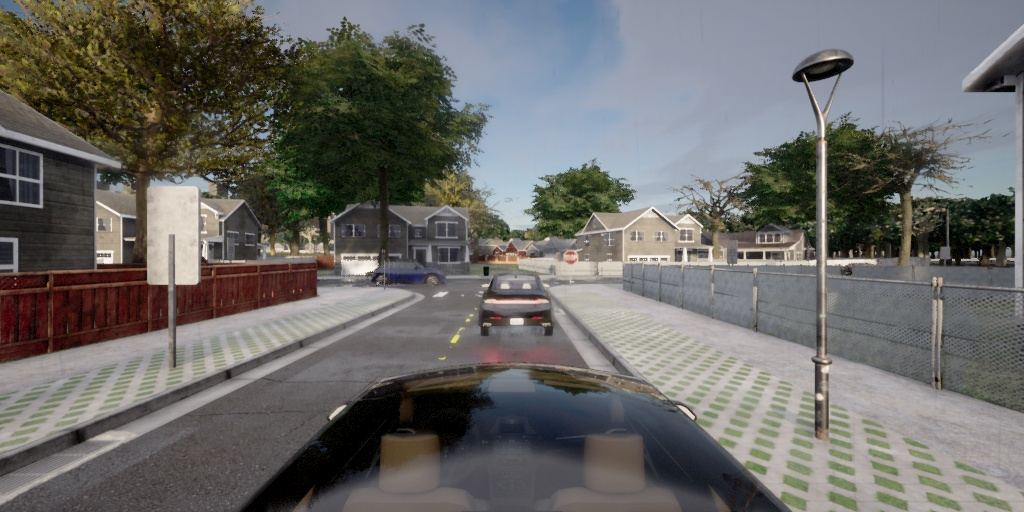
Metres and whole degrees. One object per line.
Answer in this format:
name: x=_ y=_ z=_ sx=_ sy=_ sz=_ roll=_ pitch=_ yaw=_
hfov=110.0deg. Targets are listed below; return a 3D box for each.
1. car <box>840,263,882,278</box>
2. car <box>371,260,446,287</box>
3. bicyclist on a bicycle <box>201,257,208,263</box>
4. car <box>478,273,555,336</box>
car: x=31.726 y=1.338 z=32.080 sx=5.008 sy=1.535 sz=1.882 roll=0 pitch=0 yaw=-16
car: x=-6.589 y=1.052 z=23.171 sx=4.553 sy=1.767 sz=2.097 roll=1 pitch=0 yaw=-12
bicyclist on a bicycle: x=-22.304 y=0.880 z=25.945 sx=0.582 sy=1.620 sz=1.656 roll=0 pitch=0 yaw=-12
car: x=0.115 y=1.241 z=10.379 sx=2.128 sy=1.511 sz=4.902 roll=0 pitch=0 yaw=0
